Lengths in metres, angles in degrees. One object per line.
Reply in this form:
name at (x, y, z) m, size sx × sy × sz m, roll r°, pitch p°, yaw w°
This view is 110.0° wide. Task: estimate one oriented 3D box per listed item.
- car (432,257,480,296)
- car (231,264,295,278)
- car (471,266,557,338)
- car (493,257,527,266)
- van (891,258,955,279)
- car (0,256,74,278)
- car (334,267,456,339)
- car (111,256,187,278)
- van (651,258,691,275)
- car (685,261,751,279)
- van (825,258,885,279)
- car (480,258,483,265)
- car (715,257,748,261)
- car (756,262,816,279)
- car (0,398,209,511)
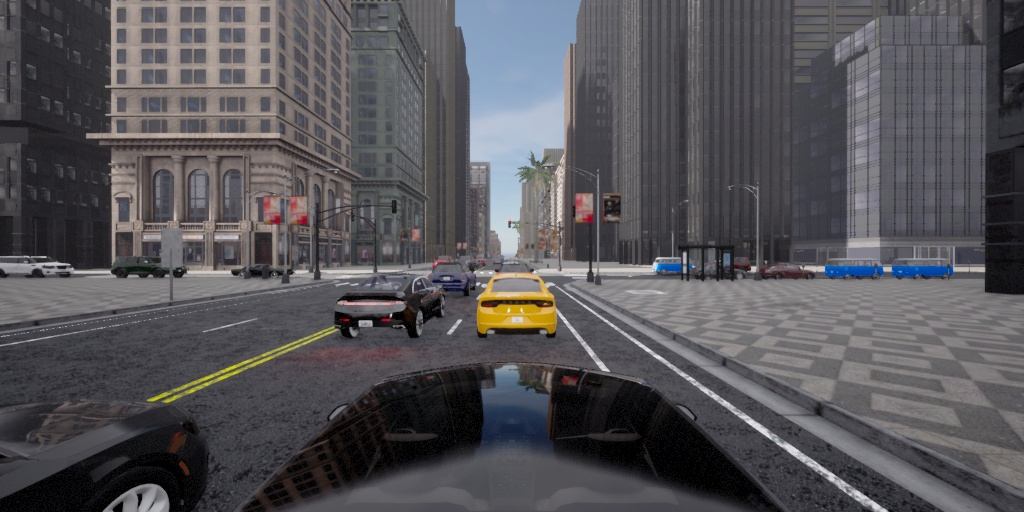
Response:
car at (-3.124, 1.102, 19.278) m, size 2.097 × 1.767 × 4.553 m, roll 0°, pitch 0°, yaw 0°
car at (-22.543, 1.375, 32.601) m, size 4.718 × 1.301 × 1.895 m, roll 0°, pitch 0°, yaw 0°
car at (0.110, 1.227, 10.229) m, size 1.882 × 1.535 × 5.008 m, roll 0°, pitch 0°, yaw 0°
car at (0.126, 1.102, 19.302) m, size 2.097 × 1.767 × 4.553 m, roll 0°, pitch 0°, yaw 0°
van at (34.144, 1.078, 29.827) m, size 3.998 × 1.789 × 1.690 m, roll 0°, pitch 0°, yaw 0°
car at (-43.723, 1.020, 32.744) m, size 5.566 × 2.045 × 2.150 m, roll 0°, pitch 0°, yaw 0°
car at (-3.139, 1.241, 10.139) m, size 2.128 × 1.511 × 4.902 m, roll 0°, pitch 0°, yaw 0°
car at (-33.016, 1.007, 32.671) m, size 5.566 × 2.045 × 2.150 m, roll 0°, pitch 0°, yaw 0°
van at (17.120, 1.063, 38.371) m, size 3.998 × 1.789 × 1.690 m, roll 0°, pitch 0°, yaw 0°
car at (17.112, 1.298, 29.846) m, size 4.403 × 1.370 × 2.007 m, roll 0°, pitch 0°, yaw 0°
van at (28.467, 1.080, 29.833) m, size 3.998 × 1.789 × 1.690 m, roll 0°, pitch 0°, yaw 0°
car at (-6.495, 1.352, 60.304) m, size 1.895 × 1.301 × 4.718 m, roll 0°, pitch 0°, yaw 0°
car at (22.798, 1.033, 38.365) m, size 5.009 × 1.841 × 2.192 m, roll 0°, pitch 0°, yaw 0°
car at (22.790, 1.325, 29.839) m, size 4.207 × 1.307 × 1.802 m, roll 0°, pitch 0°, yaw 0°
car at (-3.151, 1.255, 0.623) m, size 1.837 × 1.490 × 4.892 m, roll 0°, pitch 0°, yaw 0°
